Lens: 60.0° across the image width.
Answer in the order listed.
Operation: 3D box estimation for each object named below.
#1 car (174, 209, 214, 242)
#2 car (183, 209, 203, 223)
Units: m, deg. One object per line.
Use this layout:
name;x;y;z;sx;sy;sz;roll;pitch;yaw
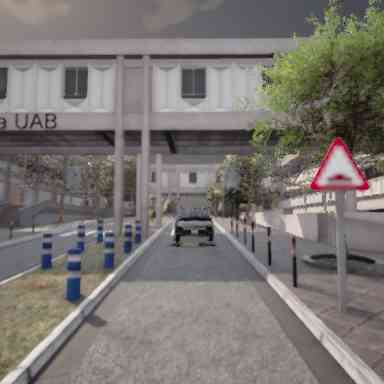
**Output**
car;0.101;1.677;17.219;2.128;1.511;4.902;0;-3;0
car;0.098;2.466;35.026;1.895;1.301;4.718;0;-3;0
